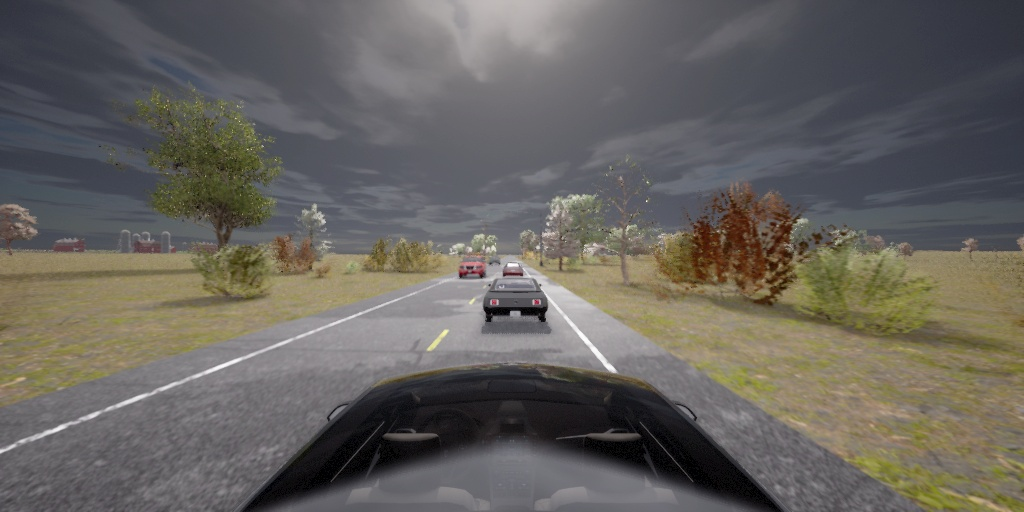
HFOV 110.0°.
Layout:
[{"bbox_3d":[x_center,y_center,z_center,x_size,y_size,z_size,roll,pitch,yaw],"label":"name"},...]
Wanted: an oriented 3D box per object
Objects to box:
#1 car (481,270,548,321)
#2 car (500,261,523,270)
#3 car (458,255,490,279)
[{"bbox_3d":[0.102,1.351,12.423,1.895,1.301,4.718,0,0,0],"label":"car"},{"bbox_3d":[0.101,1.310,34.918,1.994,1.385,4.181,0,0,0],"label":"car"},{"bbox_3d":[-3.595,0.967,33.412,2.150,2.045,5.566,0,0,0],"label":"car"}]
